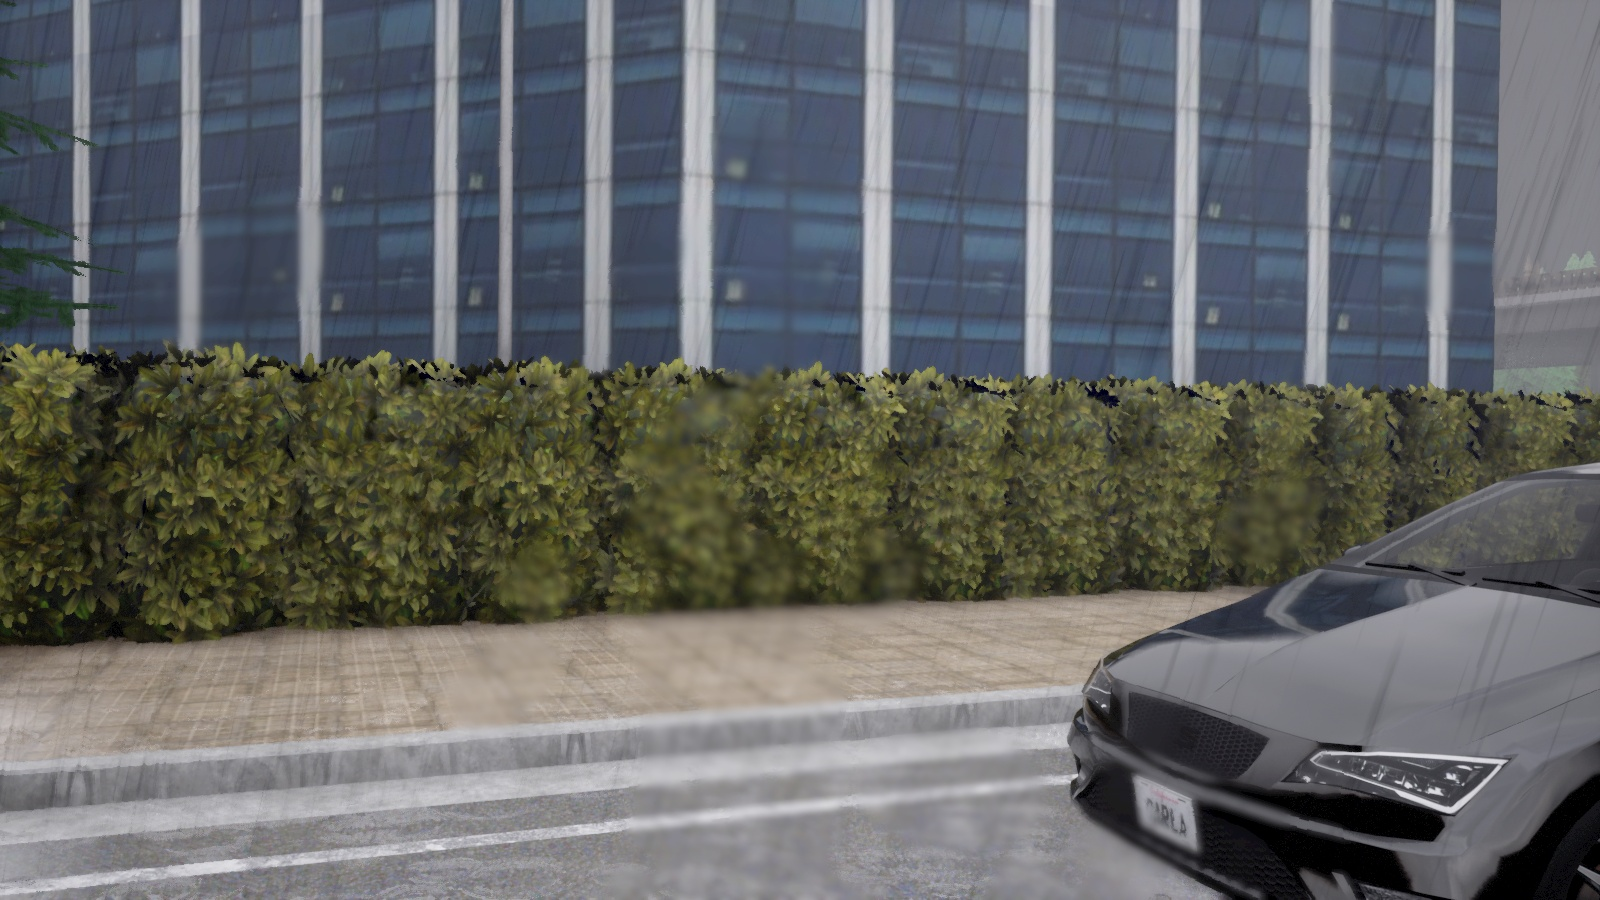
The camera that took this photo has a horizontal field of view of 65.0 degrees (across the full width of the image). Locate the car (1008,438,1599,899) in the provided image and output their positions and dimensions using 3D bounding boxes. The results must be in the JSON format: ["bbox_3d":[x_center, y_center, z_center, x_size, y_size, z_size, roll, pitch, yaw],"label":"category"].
[{"bbox_3d":[3.034,0.707,4.392,4.193,1.474,1.816,-1,1,-21],"label":"car"}]
